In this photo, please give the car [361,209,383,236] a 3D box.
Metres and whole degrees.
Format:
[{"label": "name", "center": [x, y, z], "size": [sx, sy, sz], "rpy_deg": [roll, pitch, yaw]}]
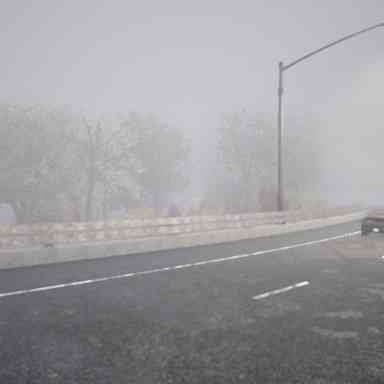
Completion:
[{"label": "car", "center": [11.072, 1.704, 18.775], "size": [1.837, 1.490, 4.892], "rpy_deg": [0, 0, 43]}]
